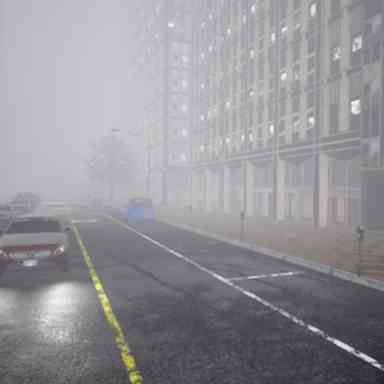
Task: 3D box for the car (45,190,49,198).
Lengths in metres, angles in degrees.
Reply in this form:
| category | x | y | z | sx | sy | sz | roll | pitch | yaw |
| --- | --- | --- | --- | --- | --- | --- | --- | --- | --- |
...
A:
| category | x | y | z | sx | sy | sz | roll | pitch | yaw |
| --- | --- | --- | --- | --- | --- | --- | --- | --- | --- |
| car | -32.816 | 0.805 | 73.041 | 1.752 | 1.417 | 4.829 | 0 | 0 | -22 |

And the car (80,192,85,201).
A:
| category | x | y | z | sx | sy | sz | roll | pitch | yaw |
| --- | --- | --- | --- | --- | --- | --- | --- | --- | --- |
| car | -18.750 | 1.048 | 60.445 | 2.008 | 1.369 | 4.403 | 0 | 0 | -22 |

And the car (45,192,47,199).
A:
| category | x | y | z | sx | sy | sz | roll | pitch | yaw |
| --- | --- | --- | --- | --- | --- | --- | --- | --- | --- |
| car | -26.530 | 1.020 | 57.332 | 1.802 | 1.307 | 4.206 | 0 | 0 | -22 |

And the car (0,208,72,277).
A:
| category | x | y | z | sx | sy | sz | roll | pitch | yaw |
| --- | --- | --- | --- | --- | --- | --- | --- | --- | --- |
| car | -4.764 | 1.431 | 10.191 | 1.812 | 1.442 | 4.674 | 0 | 0 | -22 |

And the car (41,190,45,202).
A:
| category | x | y | z | sx | sy | sz | roll | pitch | yaw |
| --- | --- | --- | --- | --- | --- | --- | --- | --- | --- |
| car | -22.295 | 0.856 | 46.751 | 2.192 | 1.841 | 5.009 | 0 | 0 | -22 |

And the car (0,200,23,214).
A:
| category | x | y | z | sx | sy | sz | roll | pitch | yaw |
| --- | --- | --- | --- | --- | --- | --- | --- | --- | --- |
| car | -11.715 | 1.369 | 20.308 | 1.802 | 1.307 | 4.206 | 0 | 0 | -22 |

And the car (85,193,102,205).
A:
| category | x | y | z | sx | sy | sz | roll | pitch | yaw |
| --- | --- | --- | --- | --- | --- | --- | --- | --- | --- |
| car | -14.516 | 1.151 | 49.866 | 2.008 | 1.369 | 4.403 | 0 | 0 | -22 |

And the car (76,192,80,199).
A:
| category | x | y | z | sx | sy | sz | roll | pitch | yaw |
| --- | --- | --- | --- | --- | --- | --- | --- | --- | --- |
| car | -22.983 | 0.942 | 71.023 | 2.008 | 1.369 | 4.403 | 0 | 0 | -22 |

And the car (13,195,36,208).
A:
| category | x | y | z | sx | sy | sz | roll | pitch | yaw |
| --- | --- | --- | --- | --- | --- | --- | --- | --- | --- |
| car | -15.947 | 1.256 | 30.886 | 1.947 | 1.339 | 4.313 | 0 | 0 | -22 |

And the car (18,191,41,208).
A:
| category | x | y | z | sx | sy | sz | roll | pitch | yaw |
| --- | --- | --- | --- | --- | --- | --- | --- | --- | --- |
| car | -18.062 | 0.956 | 36.173 | 2.192 | 1.841 | 5.009 | 0 | 0 | -22 |

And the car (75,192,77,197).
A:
| category | x | y | z | sx | sy | sz | roll | pitch | yaw |
| --- | --- | --- | --- | --- | --- | --- | --- | --- | --- |
| car | -25.099 | 0.919 | 76.313 | 1.802 | 1.307 | 4.206 | 0 | 0 | -22 |

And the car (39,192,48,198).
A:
| category | x | y | z | sx | sy | sz | roll | pitch | yaw |
| --- | --- | --- | --- | --- | --- | --- | --- | --- | --- |
| car | -34.995 | 0.788 | 78.488 | 1.947 | 1.339 | 4.313 | 0 | 0 | -22 |

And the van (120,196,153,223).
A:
| category | x | y | z | sx | sy | sz | roll | pitch | yaw |
| --- | --- | --- | --- | --- | --- | --- | --- | --- | --- |
| van | -3.933 | 1.188 | 23.420 | 1.690 | 1.788 | 3.998 | 0 | 0 | -22 |

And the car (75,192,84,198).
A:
| category | x | y | z | sx | sy | sz | roll | pitch | yaw |
| --- | --- | --- | --- | --- | --- | --- | --- | --- | --- |
| car | -29.332 | 0.792 | 86.890 | 1.947 | 1.339 | 4.313 | 0 | 0 | -22 |
